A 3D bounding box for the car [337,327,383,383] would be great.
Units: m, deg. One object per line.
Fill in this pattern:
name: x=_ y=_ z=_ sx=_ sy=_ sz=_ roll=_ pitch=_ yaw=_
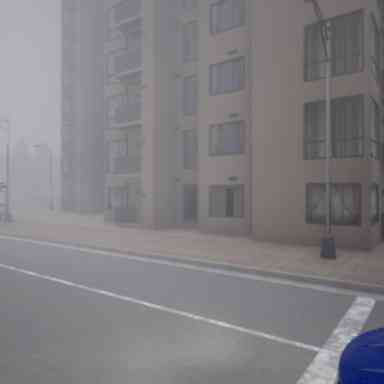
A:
car: x=3.381 y=1.479 z=1.580 sx=5.008 sy=1.535 sz=1.882 roll=0 pitch=0 yaw=36
